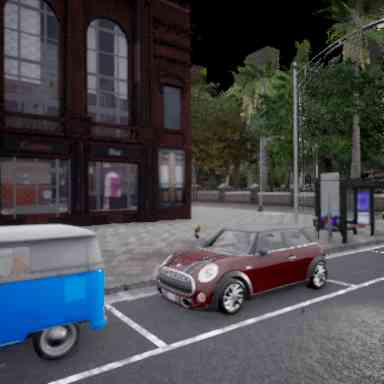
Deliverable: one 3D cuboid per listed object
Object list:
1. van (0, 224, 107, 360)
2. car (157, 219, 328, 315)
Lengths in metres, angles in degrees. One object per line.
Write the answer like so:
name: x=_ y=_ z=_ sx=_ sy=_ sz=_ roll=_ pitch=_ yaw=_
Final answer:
van: x=-3.167 y=1.382 z=4.391 sx=3.998 sy=1.788 sz=1.690 roll=0 pitch=-1 yaw=-36
car: x=1.221 y=1.487 z=7.583 sx=4.097 sy=1.590 sz=1.967 roll=0 pitch=-1 yaw=-36
